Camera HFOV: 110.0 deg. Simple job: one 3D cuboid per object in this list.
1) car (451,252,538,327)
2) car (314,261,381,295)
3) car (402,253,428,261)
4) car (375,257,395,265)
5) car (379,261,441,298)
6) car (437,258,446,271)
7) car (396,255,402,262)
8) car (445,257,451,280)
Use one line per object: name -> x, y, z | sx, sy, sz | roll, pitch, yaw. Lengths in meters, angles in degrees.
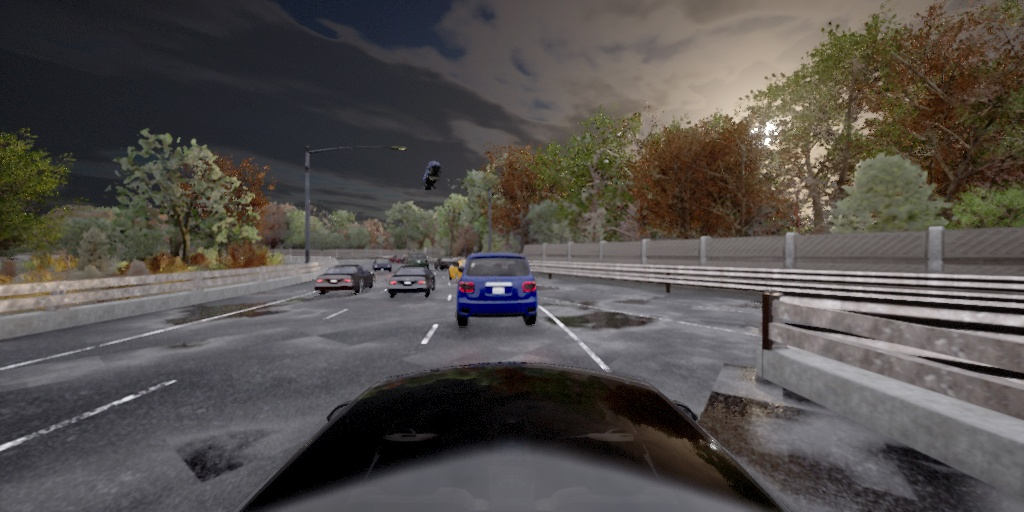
car -> -0.556, 0.900, 11.402 | 2.150, 2.045, 5.566 | 0, 1, -5
car -> -8.544, 1.169, 18.753 | 2.033, 1.411, 5.357 | 0, 0, -10
car -> -10.390, 0.691, 38.945 | 2.150, 2.045, 5.566 | 0, 0, -20
car -> -14.005, 1.073, 38.606 | 1.895, 1.301, 4.718 | 0, 0, -21
car -> -4.848, 1.176, 17.793 | 2.033, 1.411, 5.357 | 0, 0, -9
car -> -7.807, 0.925, 41.848 | 1.882, 1.535, 5.008 | 0, 1, -22
car -> -17.854, 0.863, 61.602 | 1.994, 1.385, 4.181 | 0, 1, -32
car -> -3.291, 1.045, 25.838 | 1.882, 1.535, 5.008 | 0, 1, -19
